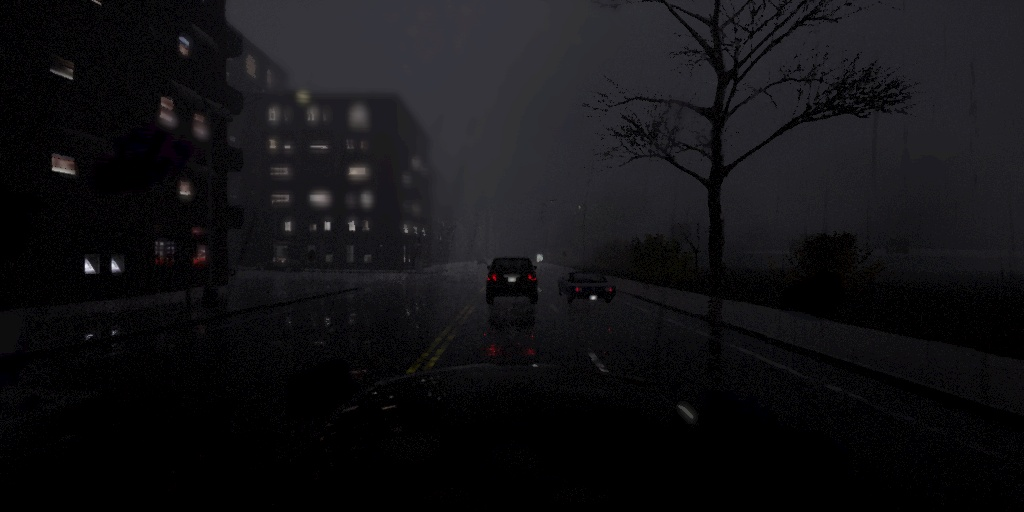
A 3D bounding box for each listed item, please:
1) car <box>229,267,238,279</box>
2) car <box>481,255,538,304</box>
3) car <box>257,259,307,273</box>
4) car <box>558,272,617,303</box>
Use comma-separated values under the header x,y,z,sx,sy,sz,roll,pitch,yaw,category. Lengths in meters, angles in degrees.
x,y,z,sx,sy,sz,roll,pitch,yaw,category
-23.310,1.034,27.100,4.507,1.381,1.888,0,0,-1,car
0.001,1.007,16.530,2.150,2.045,5.566,0,0,0,car
-22.807,0.970,35.531,4.403,1.370,2.007,0,0,-1,car
3.251,1.366,16.531,1.895,1.301,4.718,0,0,0,car
